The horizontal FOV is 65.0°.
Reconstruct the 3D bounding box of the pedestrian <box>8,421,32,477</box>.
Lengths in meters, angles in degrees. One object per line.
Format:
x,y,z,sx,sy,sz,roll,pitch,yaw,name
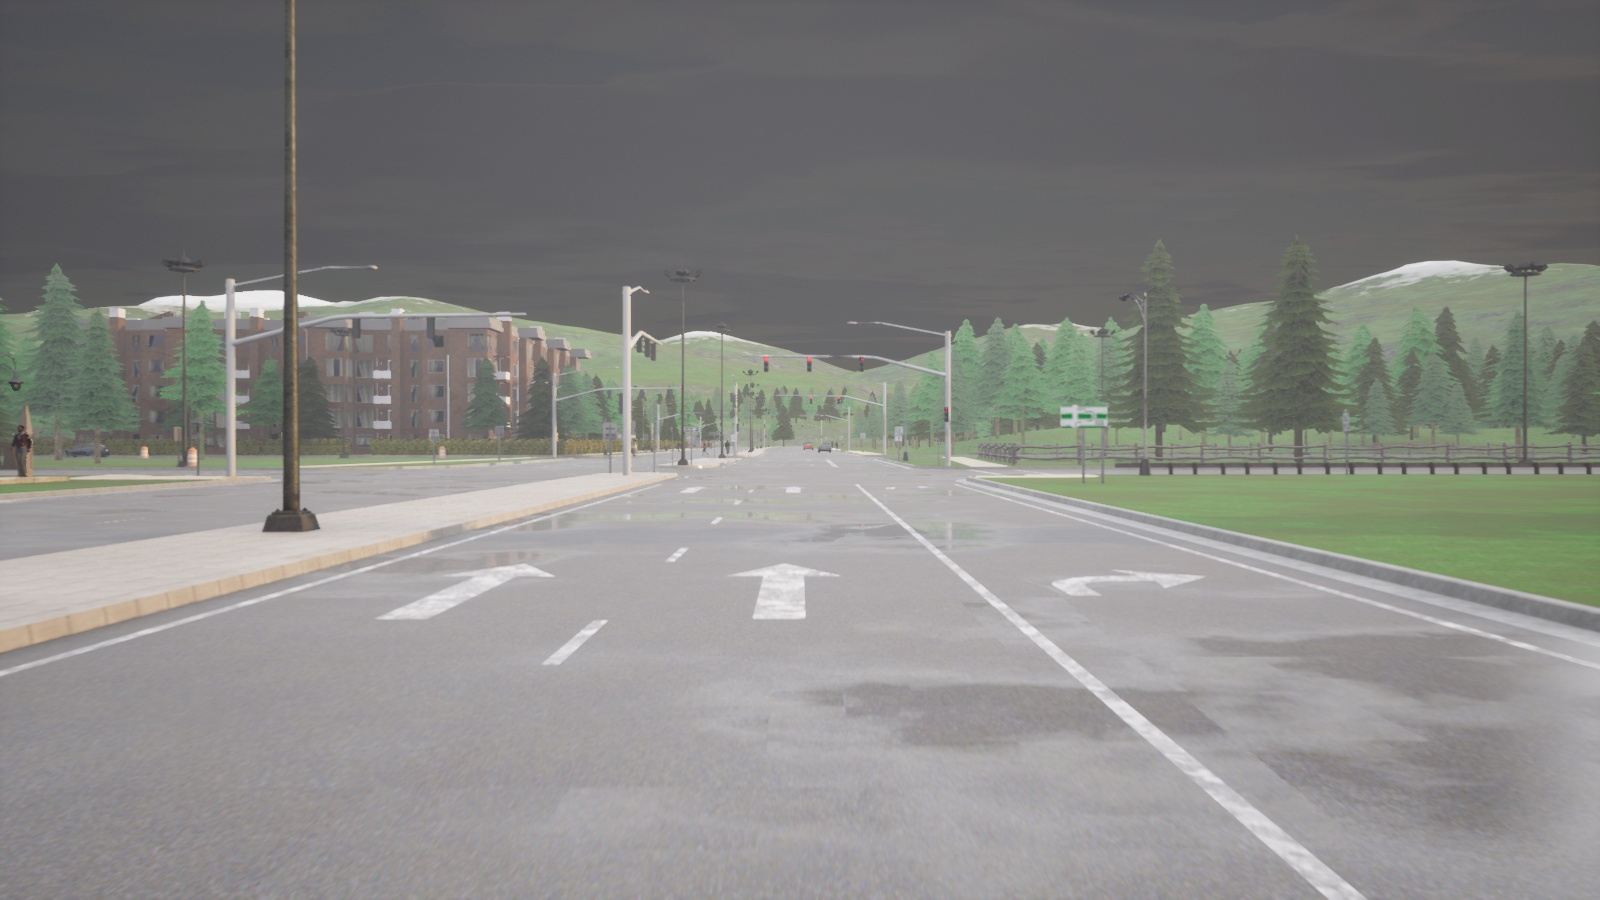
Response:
-27.056,-0.021,43.548,0.402,1.930,0.666,0,0,1,pedestrian
